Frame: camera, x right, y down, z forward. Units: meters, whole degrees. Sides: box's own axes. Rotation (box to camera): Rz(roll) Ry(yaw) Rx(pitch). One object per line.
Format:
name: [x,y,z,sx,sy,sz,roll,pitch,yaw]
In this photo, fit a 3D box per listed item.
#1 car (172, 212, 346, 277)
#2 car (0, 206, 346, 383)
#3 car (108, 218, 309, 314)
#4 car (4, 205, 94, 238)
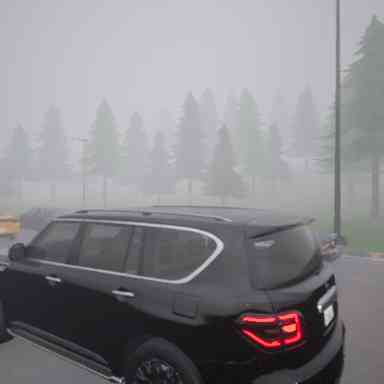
car: [2.055,1.536,11.130,5.357,1.411,2.033,0,0,36]
car: [-0.918,1.214,4.635,5.566,2.045,2.150,0,0,35]
car: [0.218,1.516,8.135,4.674,1.442,1.812,-1,0,36]
car: [-7.971,1.507,18.282,5.357,1.411,2.033,0,0,35]
